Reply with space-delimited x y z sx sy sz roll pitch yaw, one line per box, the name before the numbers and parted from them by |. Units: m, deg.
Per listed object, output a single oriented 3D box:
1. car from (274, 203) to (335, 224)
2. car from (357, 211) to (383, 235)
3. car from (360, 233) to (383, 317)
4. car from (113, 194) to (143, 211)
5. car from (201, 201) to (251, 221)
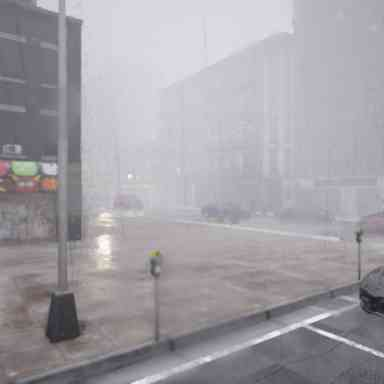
car | 8.351 1.563 25.014 1.812 1.442 4.674 0 0 -36
car | 10.640 1.586 16.721 1.994 1.385 4.181 0 0 -35
car | 4.997 1.568 6.379 4.313 1.339 1.947 0 0 -36
car | -8.434 1.337 43.514 2.150 2.045 5.566 0 0 -35
car | 2.768 1.537 27.763 1.882 1.535 5.008 0 0 -36
